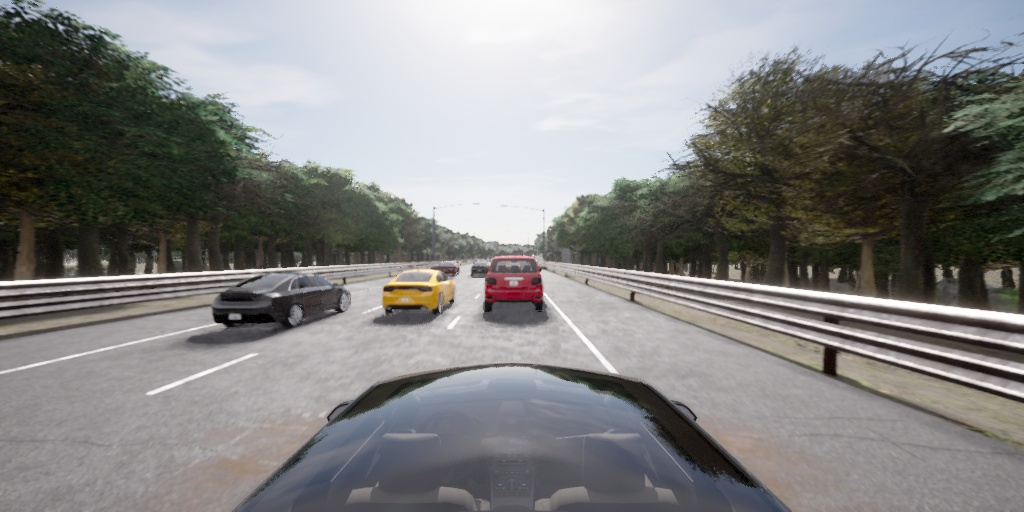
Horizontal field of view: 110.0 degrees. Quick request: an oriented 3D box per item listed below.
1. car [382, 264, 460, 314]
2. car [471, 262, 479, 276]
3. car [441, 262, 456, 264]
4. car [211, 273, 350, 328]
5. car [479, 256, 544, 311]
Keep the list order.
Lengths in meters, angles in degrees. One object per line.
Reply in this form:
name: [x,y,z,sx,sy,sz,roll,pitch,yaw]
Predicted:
car: [-3.430,1.259,14.031,1.882,1.535,5.008,0,0,0]
car: [-3.405,1.365,40.066,1.882,1.535,5.008,0,0,0]
car: [-6.905,1.363,39.400,1.882,1.535,5.008,0,0,0]
car: [-6.944,1.278,11.437,1.837,1.490,4.892,0,0,0]
car: [0.077,1.008,14.757,2.150,2.045,5.566,0,0,0]
